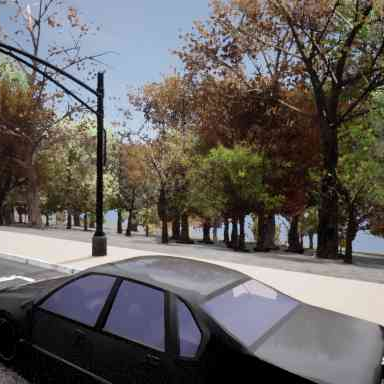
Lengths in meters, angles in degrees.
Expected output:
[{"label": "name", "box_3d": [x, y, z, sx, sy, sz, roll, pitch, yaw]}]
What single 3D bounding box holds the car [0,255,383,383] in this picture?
[{"label": "car", "box_3d": [-0.558, 1.547, 4.076, 5.357, 1.411, 2.033, 0, 0, 35]}]
